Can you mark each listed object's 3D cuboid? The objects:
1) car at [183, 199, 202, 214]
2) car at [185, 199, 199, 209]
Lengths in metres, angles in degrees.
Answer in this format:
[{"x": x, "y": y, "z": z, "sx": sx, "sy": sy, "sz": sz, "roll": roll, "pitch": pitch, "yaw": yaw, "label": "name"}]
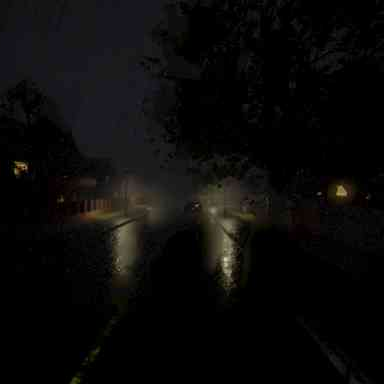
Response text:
[{"x": 0.104, "y": 1.506, "z": 35.866, "sx": 2.128, "sy": 1.511, "sz": 4.902, "roll": 0, "pitch": 0, "yaw": 0, "label": "car"}, {"x": 0.048, "y": 1.647, "z": 47.520, "sx": 1.895, "sy": 1.301, "sz": 4.718, "roll": 0, "pitch": 0, "yaw": 0, "label": "car"}]
